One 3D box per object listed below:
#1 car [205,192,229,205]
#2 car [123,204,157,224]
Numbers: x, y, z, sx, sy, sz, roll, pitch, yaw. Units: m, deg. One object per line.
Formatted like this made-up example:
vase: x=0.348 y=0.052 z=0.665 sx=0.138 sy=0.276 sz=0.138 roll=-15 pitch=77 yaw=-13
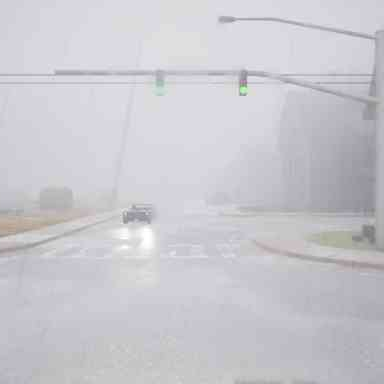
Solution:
car: x=3.929 y=0.989 z=52.682 sx=1.905 sy=1.878 sz=3.866 roll=-8 pitch=4 yaw=-42
car: x=-3.686 y=1.521 z=24.065 sx=1.895 sy=1.301 sz=4.718 roll=0 pitch=0 yaw=0
